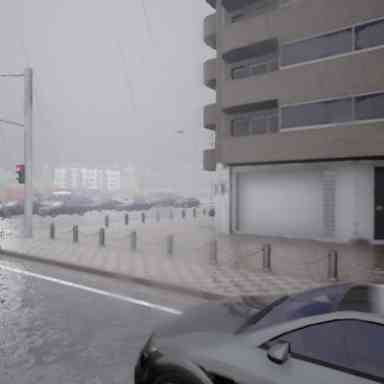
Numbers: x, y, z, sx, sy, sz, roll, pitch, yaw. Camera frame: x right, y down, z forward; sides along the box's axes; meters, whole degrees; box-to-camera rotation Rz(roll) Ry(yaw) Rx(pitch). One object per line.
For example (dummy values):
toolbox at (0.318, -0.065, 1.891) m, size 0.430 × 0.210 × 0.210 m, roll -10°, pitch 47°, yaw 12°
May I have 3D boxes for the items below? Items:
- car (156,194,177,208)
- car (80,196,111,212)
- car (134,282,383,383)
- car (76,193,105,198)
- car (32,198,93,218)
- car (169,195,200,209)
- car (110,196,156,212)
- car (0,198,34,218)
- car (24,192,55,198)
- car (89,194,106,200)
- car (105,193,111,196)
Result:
car at (-4.246, 1.468, 47.710) m, size 1.882 × 1.535 × 5.008 m, roll 0°, pitch 0°, yaw 35°
car at (-10.137, 1.539, 39.328) m, size 2.033 × 1.411 × 5.357 m, roll 0°, pitch 0°, yaw 35°
car at (1.468, 1.562, 2.923) m, size 4.181 × 1.385 × 1.994 m, roll 0°, pitch 0°, yaw 35°
car at (-18.646, 1.347, 61.347) m, size 1.970 × 1.475 × 3.806 m, roll 0°, pitch 0°, yaw 35°
car at (-11.851, 1.526, 30.749) m, size 1.812 × 1.442 × 4.674 m, roll 0°, pitch 0°, yaw 35°
car at (-0.684, 1.501, 46.687) m, size 1.837 × 1.490 × 4.892 m, roll 0°, pitch 0°, yaw 35°
car at (-6.657, 1.524, 38.176) m, size 1.812 × 1.442 × 4.674 m, roll 0°, pitch 0°, yaw 35°
car at (-15.918, 1.541, 31.080) m, size 2.033 × 1.411 × 5.357 m, roll 0°, pitch 0°, yaw 35°
car at (-32.499, 1.073, 71.022) m, size 1.932 × 1.855 × 4.605 m, roll 0°, pitch 0°, yaw 35°
car at (-24.766, 1.306, 87.024) m, size 1.970 × 1.475 × 3.806 m, roll 0°, pitch 0°, yaw 35°
car at (-22.407, 1.073, 85.344) m, size 1.905 × 1.878 × 3.866 m, roll 0°, pitch 0°, yaw 35°
